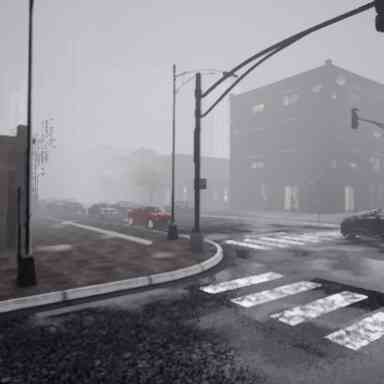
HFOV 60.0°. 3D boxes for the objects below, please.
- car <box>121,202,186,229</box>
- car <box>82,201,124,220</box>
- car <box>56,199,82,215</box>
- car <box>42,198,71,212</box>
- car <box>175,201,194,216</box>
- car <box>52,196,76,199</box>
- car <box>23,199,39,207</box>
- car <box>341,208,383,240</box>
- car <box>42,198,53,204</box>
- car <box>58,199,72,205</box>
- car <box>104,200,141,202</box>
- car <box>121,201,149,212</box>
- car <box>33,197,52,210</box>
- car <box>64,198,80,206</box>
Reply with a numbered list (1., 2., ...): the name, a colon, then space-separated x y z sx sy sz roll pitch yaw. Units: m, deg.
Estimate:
1. car: -2.599 1.547 21.423 1.887 1.381 4.507 0 -1 -35
2. car: -7.759 1.660 28.799 1.802 1.307 4.206 0 -1 -35
3. car: -12.918 1.721 36.175 1.947 1.339 4.313 0 -1 -35
4. car: -17.219 1.772 42.374 2.008 1.369 4.403 0 -1 -35
5. car: -1.310 1.634 34.653 1.967 1.590 4.097 0 -1 -35
6. car: -18.870 1.809 49.604 2.128 1.511 4.902 1 -1 -35
7. car: -28.294 1.939 58.372 1.887 1.381 4.507 0 -1 -35
8. car: 8.234 1.407 14.037 2.128 1.511 4.902 0 0 -7
9. car: -37.198 2.272 85.734 1.752 1.417 4.829 0 -1 -35
10. car: -27.587 2.176 71.993 1.802 1.307 4.206 0 -1 -35
11. car: -6.138 1.612 31.244 2.128 1.511 4.902 1 -1 -35
12. car: -7.516 1.837 43.513 2.008 1.369 4.403 0 -1 -35
13. car: -21.898 1.819 49.134 1.752 1.417 4.829 0 -1 -35
14. car: -24.416 1.985 67.460 1.967 1.590 4.097 0 -1 -35
